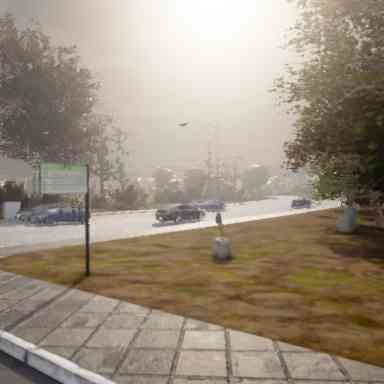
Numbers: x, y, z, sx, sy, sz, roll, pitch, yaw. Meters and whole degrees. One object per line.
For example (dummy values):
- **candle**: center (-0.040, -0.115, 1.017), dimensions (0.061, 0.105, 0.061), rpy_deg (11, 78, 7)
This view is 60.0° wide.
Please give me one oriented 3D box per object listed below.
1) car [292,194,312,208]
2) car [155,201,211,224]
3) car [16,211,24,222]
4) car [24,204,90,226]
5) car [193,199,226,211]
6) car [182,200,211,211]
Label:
- **car**: center (16.693, 1.525, 50.546), dimensions (1.882, 1.535, 5.008), rpy_deg (-1, 0, 34)
- **car**: center (-0.874, 1.717, 27.006), dimensions (1.837, 1.490, 4.892), rpy_deg (-1, 0, 39)
- **car**: center (-12.753, 1.835, 29.137), dimensions (2.128, 1.511, 4.902), rpy_deg (-1, 0, 39)
- **car**: center (-10.387, 1.825, 26.490), dimensions (1.812, 1.442, 4.674), rpy_deg (-1, 0, 39)
- **car**: center (2.427, 1.708, 42.801), dimensions (1.882, 1.535, 5.008), rpy_deg (-1, 0, 37)
- **car**: center (0.658, 1.829, 46.263), dimensions (1.994, 1.385, 4.181), rpy_deg (-1, 0, 37)
